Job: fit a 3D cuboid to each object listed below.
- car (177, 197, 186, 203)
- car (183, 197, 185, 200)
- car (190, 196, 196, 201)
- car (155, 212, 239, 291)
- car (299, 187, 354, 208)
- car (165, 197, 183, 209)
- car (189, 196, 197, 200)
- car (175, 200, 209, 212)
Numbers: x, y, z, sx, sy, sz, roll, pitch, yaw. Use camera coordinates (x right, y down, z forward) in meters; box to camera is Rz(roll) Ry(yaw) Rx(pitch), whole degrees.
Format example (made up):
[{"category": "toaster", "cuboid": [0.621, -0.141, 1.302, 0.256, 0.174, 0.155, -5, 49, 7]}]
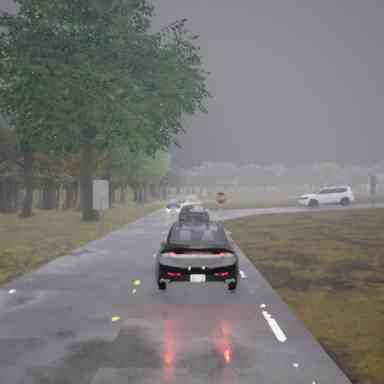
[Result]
[{"category": "car", "cuboid": [-2.521, 1.919, 79.033, 1.895, 1.301, 4.718, 0, 0, 0]}, {"category": "car", "cuboid": [-2.561, 1.776, 68.028, 1.837, 1.490, 4.892, 0, -1, 0]}, {"category": "car", "cuboid": [0.262, 1.725, 90.496, 1.812, 1.442, 4.674, 0, 0, 0]}, {"category": "car", "cuboid": [0.123, 1.517, 9.088, 2.128, 1.511, 4.902, 0, 0, 0]}, {"category": "car", "cuboid": [14.340, 0.544, 35.579, 5.566, 2.045, 2.150, -3, 0, 1]}, {"category": "car", "cuboid": [-2.702, 1.702, 49.039, 1.812, 1.442, 4.674, 0, 0, 0]}, {"category": "car", "cuboid": [0.231, 1.797, 80.075, 1.882, 1.535, 5.008, 0, 0, 0]}, {"category": "car", "cuboid": [0.085, 1.545, 21.858, 1.882, 1.535, 5.008, 0, 0, -1]}]
